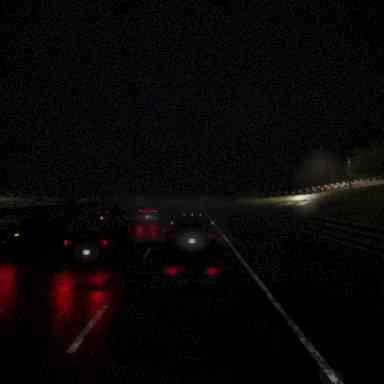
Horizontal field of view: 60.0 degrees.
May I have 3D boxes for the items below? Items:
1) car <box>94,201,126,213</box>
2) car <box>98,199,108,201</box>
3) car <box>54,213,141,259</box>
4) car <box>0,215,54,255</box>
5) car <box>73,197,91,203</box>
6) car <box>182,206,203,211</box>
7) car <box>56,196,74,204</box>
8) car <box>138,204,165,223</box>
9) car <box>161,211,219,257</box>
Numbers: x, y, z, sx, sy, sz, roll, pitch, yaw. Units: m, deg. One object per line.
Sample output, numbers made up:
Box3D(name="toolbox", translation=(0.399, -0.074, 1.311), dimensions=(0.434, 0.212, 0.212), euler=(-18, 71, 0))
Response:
Box3D(name="car", translation=(-6.956, 1.778, 28.482), dimensions=(1.837, 1.490, 4.892), euler=(0, 0, 1))
Box3D(name="car", translation=(-17.340, 2.147, 64.556), dimensions=(2.033, 1.411, 5.357), euler=(0, -1, 1))
Box3D(name="car", translation=(-3.488, 1.733, 13.262), dimensions=(1.895, 1.301, 4.718), euler=(0, 0, 0))
Box3D(name="car", translation=(-6.980, 1.663, 13.891), dimensions=(1.812, 1.442, 4.674), euler=(0, 0, 1))
Box3D(name="car", translation=(-20.838, 2.128, 64.550), dimensions=(1.812, 1.442, 4.674), euler=(0, -1, 0))
Box3D(name="car", translation=(0.040, 1.869, 28.237), dimensions=(1.895, 1.301, 4.718), euler=(0, 0, 1))
Box3D(name="car", translation=(-24.334, 1.828, 64.526), dimensions=(2.150, 2.045, 5.566), euler=(0, -1, 0))
Box3D(name="car", translation=(-3.456, 1.763, 28.478), dimensions=(2.128, 1.511, 4.902), euler=(0, 0, 1))
Box3D(name="car", translation=(0.019, 1.700, 13.601), dimensions=(1.994, 1.385, 4.181), euler=(0, 0, 0))
